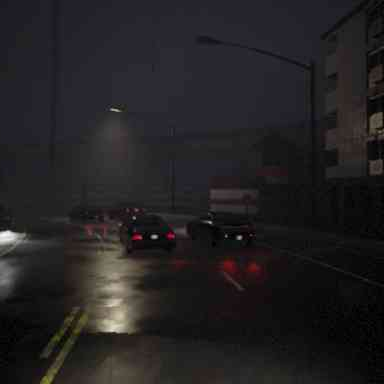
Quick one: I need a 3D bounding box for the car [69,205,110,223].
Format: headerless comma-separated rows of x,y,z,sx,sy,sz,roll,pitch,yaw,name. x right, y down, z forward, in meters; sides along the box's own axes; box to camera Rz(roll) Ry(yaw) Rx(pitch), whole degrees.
-9.081,1.807,28.650,1.812,1.442,4.674,0,-1,-37,car

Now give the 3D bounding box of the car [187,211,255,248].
1.189,1.639,15.657,2.128,1.511,4.902,0,0,-17,car

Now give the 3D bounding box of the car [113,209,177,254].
-2.065,1.686,14.374,2.033,1.411,5.357,0,-1,-17,car

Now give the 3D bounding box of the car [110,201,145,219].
-6.045,1.644,30.449,2.097,1.767,4.553,0,-1,-36,car

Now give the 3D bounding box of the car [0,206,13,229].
-13.710,1.727,23.055,2.128,1.511,4.902,0,-1,-33,car
